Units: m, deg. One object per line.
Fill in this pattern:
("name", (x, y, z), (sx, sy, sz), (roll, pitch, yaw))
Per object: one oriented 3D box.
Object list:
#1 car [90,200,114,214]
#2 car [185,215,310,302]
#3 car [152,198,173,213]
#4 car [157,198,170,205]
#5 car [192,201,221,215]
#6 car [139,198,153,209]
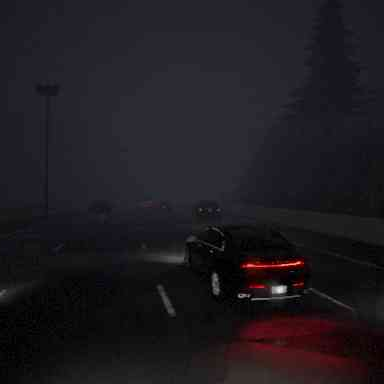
("car", (-10.087, 1.642, 37.639), (1.882, 1.535, 5.008), (0, 0, -3))
("car", (1.080, 1.569, 8.518), (1.837, 1.490, 4.892), (0, 0, -13))
("car", (-3.273, 1.781, 39.947), (2.033, 1.411, 5.357), (0, 0, -2))
("car", (-5.882, 1.929, 69.126), (1.812, 1.442, 4.674), (0, 0, 7))
("car", (1.222, 1.555, 29.650), (2.097, 1.767, 4.553), (0, 0, -7))
("car", (-6.882, 1.633, 51.355), (2.097, 1.767, 4.553), (0, 0, 0))
